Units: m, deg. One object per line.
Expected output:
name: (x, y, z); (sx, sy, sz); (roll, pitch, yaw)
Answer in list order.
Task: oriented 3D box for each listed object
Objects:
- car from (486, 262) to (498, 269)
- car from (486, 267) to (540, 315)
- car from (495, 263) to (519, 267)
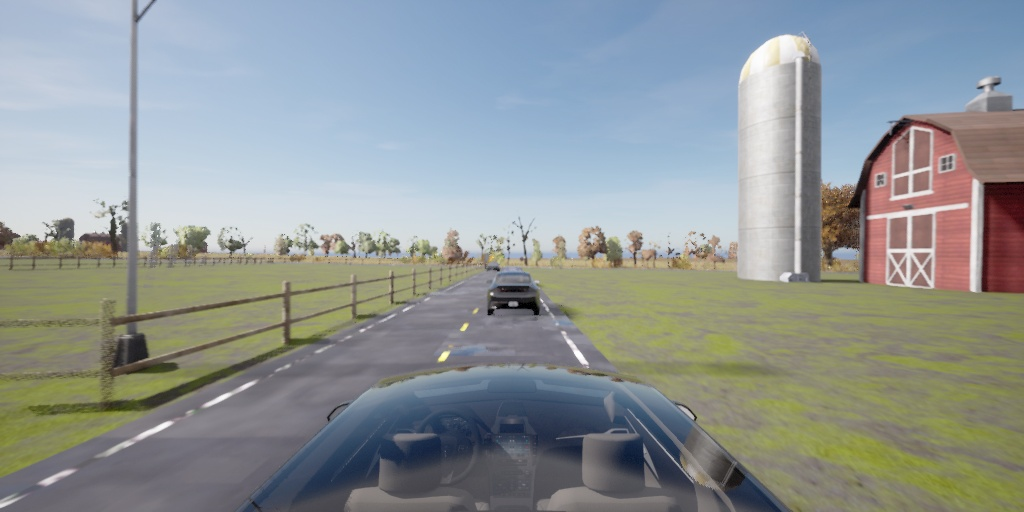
car: (-2.826, 1.622, 54.802); (1.882, 1.535, 5.008); (0, 0, 0)
car: (0.048, 1.339, 13.944); (1.837, 1.490, 4.892); (0, -1, 0)
car: (0.028, 1.477, 27.076); (2.033, 1.411, 5.357); (0, 0, 1)
